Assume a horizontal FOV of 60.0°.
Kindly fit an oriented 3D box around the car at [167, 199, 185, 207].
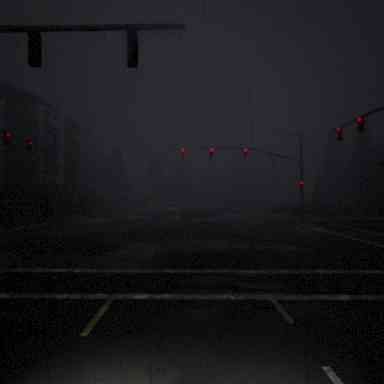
[{"bbox_3d":[-3.113,2.158,64.911,1.882,1.535,5.008,-1,-1,23],"label":"car"}]
